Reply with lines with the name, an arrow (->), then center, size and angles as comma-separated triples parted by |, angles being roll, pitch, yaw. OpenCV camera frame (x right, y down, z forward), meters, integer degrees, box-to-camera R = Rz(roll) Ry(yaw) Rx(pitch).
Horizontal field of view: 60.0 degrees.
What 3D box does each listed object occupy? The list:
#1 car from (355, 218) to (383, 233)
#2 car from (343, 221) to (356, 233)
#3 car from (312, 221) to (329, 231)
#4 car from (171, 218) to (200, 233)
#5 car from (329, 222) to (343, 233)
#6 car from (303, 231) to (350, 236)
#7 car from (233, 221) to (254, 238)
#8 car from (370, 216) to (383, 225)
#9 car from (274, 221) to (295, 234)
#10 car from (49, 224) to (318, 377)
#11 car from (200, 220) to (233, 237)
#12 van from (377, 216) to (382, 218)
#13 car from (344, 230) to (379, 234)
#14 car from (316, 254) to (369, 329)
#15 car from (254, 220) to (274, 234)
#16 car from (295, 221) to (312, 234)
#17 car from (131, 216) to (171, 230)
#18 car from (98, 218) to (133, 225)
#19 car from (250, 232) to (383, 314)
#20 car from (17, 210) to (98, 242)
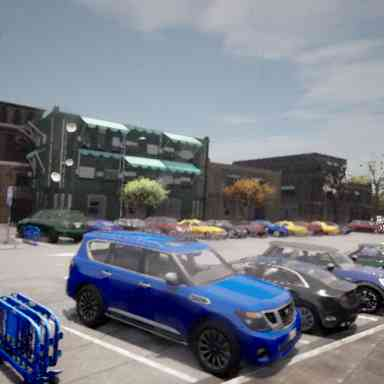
car -> 24.231, 4.808, 46.337 | 4.553, 1.767, 2.185 | 0, -3, 34
car -> 17.096, 4.430, 41.111 | 4.792, 1.488, 2.163 | 1, -3, 34
car -> 12.286, 4.044, 37.663 | 5.008, 1.535, 2.097 | 1, -3, 34
car -> -2.098, 2.852, 27.305 | 4.553, 1.767, 2.185 | 0, -4, 34
car -> 14.520, 4.218, 39.487 | 5.366, 1.575, 1.946 | 0, -3, 34
car -> 6.871, 2.772, 12.796 | 4.553, 1.767, 2.185 | 2, -1, 34
car -> 2.703, 3.334, 30.738 | 4.892, 1.521, 2.231 | 0, -4, 34
car -> 45.022, 6.906, 80.683 | 2.435, 2.045, 5.566 | 1, -2, 35
car -> 7.491, 3.688, 34.193 | 5.008, 1.535, 2.097 | 1, -4, 34
car -> -0.453, 2.101, 7.510 | 5.566, 2.045, 2.435 | 2, -2, 34
car -> 0.472, 3.154, 28.913 | 5.366, 1.575, 1.946 | 1, -3, 34
van -> 31.341, 5.240, 51.579 | 4.442, 1.987, 1.878 | 0, -3, 34
car -> 9.316, 2.954, 14.572 | 4.553, 1.767, 2.185 | 2, -1, 34
car -> 1.954, 2.534, 9.273 | 4.892, 1.521, 2.231 | 2, -1, 34
car -> 5.075, 3.540, 32.479 | 4.792, 1.488, 2.163 | 1, -3, 34
car -> 9.732, 3.862, 36.027 | 5.366, 1.575, 1.946 | 0, -3, 34
car -> -4.475, 2.800, 25.553 | 4.892, 1.521, 2.231 | 1, -3, 34
car -> -6.866, 2.661, 23.817 | 4.674, 1.452, 2.002 | 0, -3, 34
car -> 4.378, 2.588, 11.068 | 4.553, 1.767, 2.185 | 2, -2, 34
car -> -9.275, 2.192, 22.108 | 5.566, 2.045, 2.435 | 1, -3, 34
